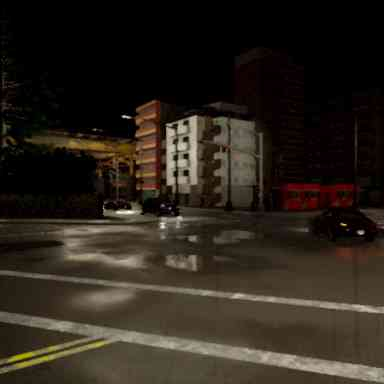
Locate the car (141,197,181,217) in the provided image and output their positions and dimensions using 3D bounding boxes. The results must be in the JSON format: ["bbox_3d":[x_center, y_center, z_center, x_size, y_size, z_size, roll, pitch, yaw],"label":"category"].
[{"bbox_3d":[-2.963,1.280,31.033,2.097,1.767,4.553,0,0,-35],"label":"car"}]

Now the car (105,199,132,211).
[{"bbox_3d":[-8.666,1.481,39.182,1.994,1.385,4.181,0,0,-35],"label":"car"}]

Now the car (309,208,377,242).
[{"bbox_3d":[7.135,1.485,16.053,1.812,1.442,4.674,1,0,4],"label":"car"}]
